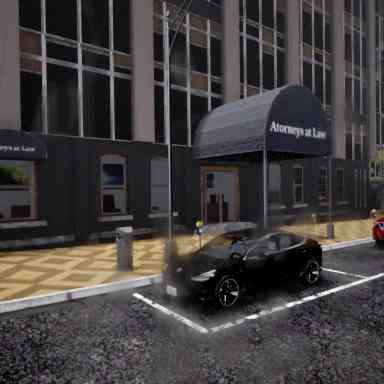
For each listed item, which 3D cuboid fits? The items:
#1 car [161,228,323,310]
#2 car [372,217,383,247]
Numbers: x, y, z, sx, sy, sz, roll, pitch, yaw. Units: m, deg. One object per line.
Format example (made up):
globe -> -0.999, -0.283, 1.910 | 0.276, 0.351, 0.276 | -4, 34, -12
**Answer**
car -> 1.342, 1.564, 7.824 | 4.313, 1.339, 1.947 | 0, -1, -37
car -> 9.615, 1.310, 14.030 | 5.009, 1.841, 2.192 | 0, -1, -37
